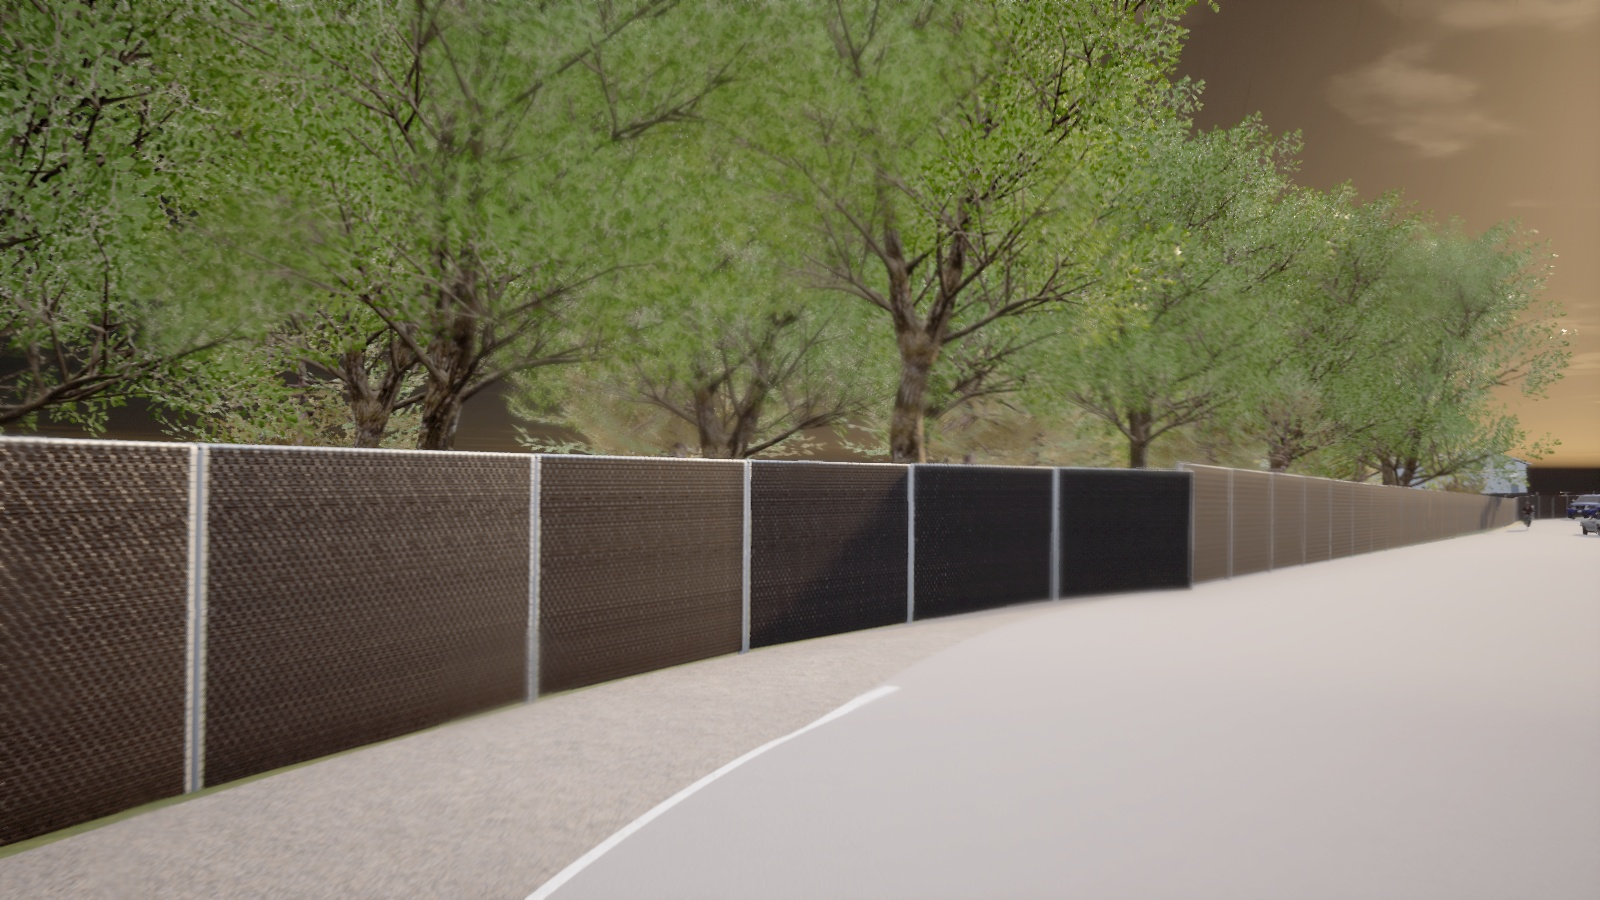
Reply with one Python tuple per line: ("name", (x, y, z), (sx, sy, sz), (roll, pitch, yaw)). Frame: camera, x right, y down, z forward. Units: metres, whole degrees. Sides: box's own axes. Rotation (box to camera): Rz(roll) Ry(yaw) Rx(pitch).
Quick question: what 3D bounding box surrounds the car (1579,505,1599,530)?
("car", (43.948, 3.667, 68.061), (1.895, 1.301, 4.718), (0, -2, 18))
